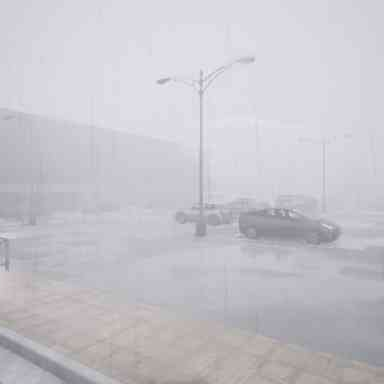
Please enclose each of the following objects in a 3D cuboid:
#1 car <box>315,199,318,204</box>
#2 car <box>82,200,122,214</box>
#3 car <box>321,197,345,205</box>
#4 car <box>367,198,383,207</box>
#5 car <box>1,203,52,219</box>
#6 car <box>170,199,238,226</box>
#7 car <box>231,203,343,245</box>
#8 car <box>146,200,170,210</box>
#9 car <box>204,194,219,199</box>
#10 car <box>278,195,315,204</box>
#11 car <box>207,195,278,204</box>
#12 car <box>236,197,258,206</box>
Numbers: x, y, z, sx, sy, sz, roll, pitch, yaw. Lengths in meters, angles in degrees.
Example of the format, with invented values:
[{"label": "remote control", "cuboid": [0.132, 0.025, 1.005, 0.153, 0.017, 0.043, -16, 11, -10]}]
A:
[{"label": "car", "cuboid": [12.916, 1.289, 40.913, 4.605, 1.855, 1.932, 0, 0, 35]}, {"label": "car", "cuboid": [-10.269, 1.681, 38.161, 1.837, 1.490, 4.892, 0, 0, 35]}, {"label": "car", "cuboid": [23.748, 1.565, 56.014, 3.633, 1.501, 1.845, 0, 0, 35]}, {"label": "car", "cuboid": [28.091, 1.576, 49.298, 3.806, 1.475, 1.970, 0, 0, 35]}, {"label": "car", "cuboid": [-15.346, 1.740, 30.977, 1.994, 1.385, 4.181, 0, 0, 35]}, {"label": "car", "cuboid": [0.758, 1.424, 22.422, 3.806, 1.475, 1.970, 0, 0, 35]}, {"label": "car", "cuboid": [4.403, 1.490, 15.364, 4.514, 1.523, 2.007, 0, 0, 35]}, {"label": "car", "cuboid": [-4.487, 1.740, 46.313, 1.994, 1.385, 4.181, 0, 0, 36]}, {"label": "car", "cuboid": [3.921, 1.398, 51.818, 2.150, 2.045, 5.566, 0, 0, 35]}, {"label": "car", "cuboid": [11.577, 1.269, 38.302, 3.866, 1.878, 1.905, 0, 0, 35]}, {"label": "car", "cuboid": [4.196, 1.345, 27.851, 5.027, 1.636, 2.152, 0, 0, 35]}, {"label": "car", "cuboid": [10.053, 1.668, 60.520, 2.128, 1.511, 4.902, 0, 0, 35]}]
